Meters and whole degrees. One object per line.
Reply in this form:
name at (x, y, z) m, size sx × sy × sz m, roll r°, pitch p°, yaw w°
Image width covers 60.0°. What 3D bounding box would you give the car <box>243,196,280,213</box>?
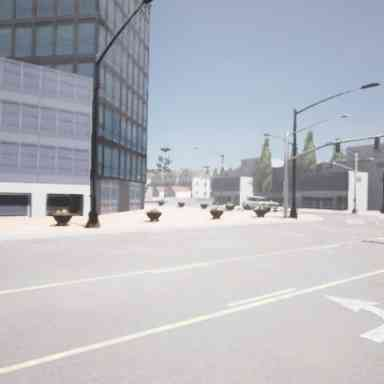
car at (9.357, 1.672, 45.270) m, size 2.150 × 2.045 × 5.566 m, roll 2°, pitch 0°, yaw -35°
